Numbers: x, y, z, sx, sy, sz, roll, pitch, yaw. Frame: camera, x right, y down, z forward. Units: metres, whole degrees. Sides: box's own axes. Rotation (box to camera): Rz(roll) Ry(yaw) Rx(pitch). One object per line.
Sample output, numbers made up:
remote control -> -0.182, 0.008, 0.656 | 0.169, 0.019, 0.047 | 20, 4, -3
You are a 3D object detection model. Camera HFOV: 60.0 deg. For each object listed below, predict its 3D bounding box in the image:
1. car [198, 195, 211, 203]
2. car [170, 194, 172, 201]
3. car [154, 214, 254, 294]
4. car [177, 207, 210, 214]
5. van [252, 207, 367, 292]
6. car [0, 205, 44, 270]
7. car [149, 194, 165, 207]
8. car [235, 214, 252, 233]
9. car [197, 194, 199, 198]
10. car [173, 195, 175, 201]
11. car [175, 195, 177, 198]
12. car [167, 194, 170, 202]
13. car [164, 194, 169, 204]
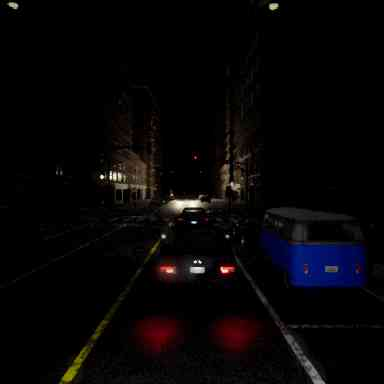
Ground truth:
car -> 2.835, 1.426, 68.686 | 1.967, 1.590, 4.097 | 0, 0, 0
car -> -5.690, 1.531, 68.647 | 1.887, 1.381, 4.507 | 0, 0, 0
car -> 0.098, 1.549, 8.918 | 2.033, 1.411, 5.357 | 0, 0, 0
car -> 0.095, 1.563, 19.238 | 1.994, 1.385, 4.181 | 0, 0, 0
van -> 2.852, 1.342, 8.649 | 1.690, 1.788, 3.998 | 0, 0, 0
car -> -5.672, 1.316, 8.606 | 2.192, 1.841, 5.009 | 0, 0, 0
car -> -5.685, 1.510, 52.125 | 1.752, 1.417, 4.829 | 0, 0, 0
car -> 2.851, 1.566, 14.309 | 1.947, 1.339, 4.313 | 0, 0, 0
car -> 2.832, 1.541, 79.583 | 2.008, 1.369, 4.403 | 0, 0, 0
car -> -5.693, 1.541, 79.549 | 2.008, 1.369, 4.403 | 0, 0, 0
car -> -5.695, 1.309, 85.000 | 2.192, 1.841, 5.009 | 0, 0, 0
car -> -5.688, 1.529, 63.196 | 1.887, 1.381, 4.507 | 0, 0, 0
car -> -5.686, 1.535, 57.745 | 2.008, 1.369, 4.403 | 0, 0, 0
